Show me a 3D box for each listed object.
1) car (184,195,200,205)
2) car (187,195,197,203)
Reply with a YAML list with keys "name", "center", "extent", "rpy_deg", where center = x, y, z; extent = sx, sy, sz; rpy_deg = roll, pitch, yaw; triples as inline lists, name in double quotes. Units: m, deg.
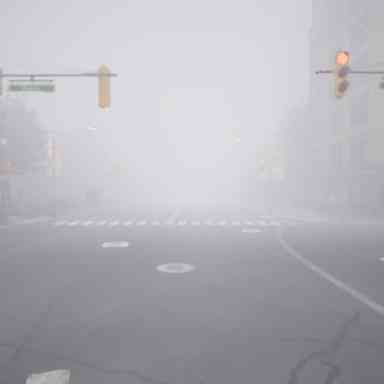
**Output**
- name: "car"
  center: [0.018, 1.713, 65.366]
  extent: [2.033, 1.411, 5.357]
  rpy_deg: [0, 0, 0]
- name: "car"
  center: [0.021, 1.511, 75.747]
  extent: [2.097, 1.767, 4.553]
  rpy_deg: [0, 0, 1]
